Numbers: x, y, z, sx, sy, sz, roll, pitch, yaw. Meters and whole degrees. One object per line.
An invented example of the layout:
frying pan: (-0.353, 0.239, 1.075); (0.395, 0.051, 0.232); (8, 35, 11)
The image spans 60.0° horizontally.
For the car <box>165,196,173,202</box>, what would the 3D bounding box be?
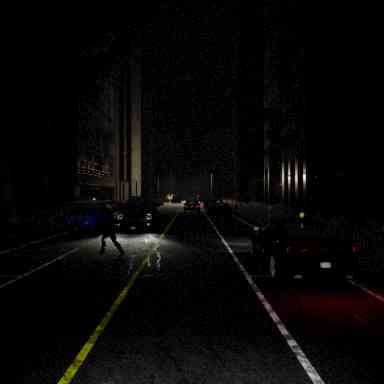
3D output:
car: (-6.043, 1.761, 86.544); (1.752, 1.417, 4.829); (0, 0, 0)

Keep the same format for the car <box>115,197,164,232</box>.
car: (-3.142, 1.378, 20.132); (2.097, 1.767, 4.553); (0, -1, 0)

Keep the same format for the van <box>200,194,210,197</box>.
van: (2.554, 1.438, 52.880); (1.690, 1.788, 3.998); (0, 0, 0)

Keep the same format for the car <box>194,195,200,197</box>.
car: (-0.072, 1.611, 49.041); (1.812, 1.442, 4.674); (0, 0, 0)

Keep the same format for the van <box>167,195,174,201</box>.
van: (-6.054, 1.599, 92.357); (1.690, 1.788, 3.998); (0, 0, 0)

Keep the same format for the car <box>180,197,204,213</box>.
car: (0.005, 1.607, 38.454); (2.033, 1.411, 5.357); (0, 0, 0)

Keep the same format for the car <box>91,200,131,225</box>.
car: (-5.911, 1.471, 24.680); (1.967, 1.590, 4.097); (0, 0, 0)

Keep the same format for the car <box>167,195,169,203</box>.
car: (-6.025, 1.711, 75.232); (1.752, 1.417, 4.829); (0, -1, 1)

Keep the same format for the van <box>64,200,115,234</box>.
van: (-5.899, 1.361, 19.040); (1.690, 1.788, 3.998); (0, 0, 0)

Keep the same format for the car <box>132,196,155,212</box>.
car: (-5.946, 1.381, 41.598); (2.192, 1.841, 5.009); (0, 0, 0)

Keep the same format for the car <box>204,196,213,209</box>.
car: (2.591, 1.494, 35.963); (1.967, 1.590, 4.097); (0, 0, 0)

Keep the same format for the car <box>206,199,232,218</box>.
car: (2.603, 1.587, 30.324); (1.887, 1.381, 4.507); (0, 0, 0)

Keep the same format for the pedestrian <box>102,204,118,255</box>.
pedestrian: (-2.795, 1.298, 11.342); (0.375, 1.860, 0.375); (0, 0, -15)

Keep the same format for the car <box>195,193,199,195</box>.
car: (2.495, 1.528, 81.073); (2.192, 1.841, 5.009); (0, 0, 0)

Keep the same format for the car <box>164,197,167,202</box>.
car: (-5.982, 1.556, 58.516); (1.967, 1.590, 4.097); (0, 0, 0)

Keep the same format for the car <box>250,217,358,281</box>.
car: (2.979, 1.482, 9.895); (1.882, 1.535, 5.008); (0, 0, 0)

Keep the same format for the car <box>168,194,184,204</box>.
car: (-3.149, 1.626, 66.689); (1.882, 1.535, 5.008); (0, -1, 0)
